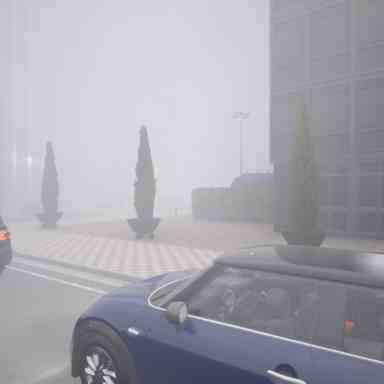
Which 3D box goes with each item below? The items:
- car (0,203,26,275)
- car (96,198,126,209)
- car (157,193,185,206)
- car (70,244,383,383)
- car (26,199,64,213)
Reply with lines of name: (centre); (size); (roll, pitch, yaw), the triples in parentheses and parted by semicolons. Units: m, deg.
car: (-7.074, 1.222, 9.017); (5.566, 2.045, 2.150); (0, 0, 36)
car: (-11.065, 1.564, 45.455); (1.994, 1.385, 4.181); (0, 0, 35)
car: (-3.491, 1.211, 56.253); (2.150, 2.045, 5.566); (0, 1, 35)
car: (0.788, 1.352, 3.431); (4.553, 1.767, 2.097); (0, 0, 36)
car: (-16.833, 1.491, 37.219); (2.128, 1.511, 4.902); (0, 0, 35)
